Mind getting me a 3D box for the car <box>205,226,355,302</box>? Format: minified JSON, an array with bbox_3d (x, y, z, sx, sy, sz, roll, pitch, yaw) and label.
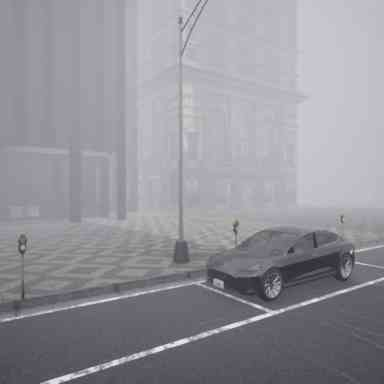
[{"bbox_3d":[2.339,1.565,8.298,4.313,1.339,1.947,0,0,-35],"label":"car"}]
